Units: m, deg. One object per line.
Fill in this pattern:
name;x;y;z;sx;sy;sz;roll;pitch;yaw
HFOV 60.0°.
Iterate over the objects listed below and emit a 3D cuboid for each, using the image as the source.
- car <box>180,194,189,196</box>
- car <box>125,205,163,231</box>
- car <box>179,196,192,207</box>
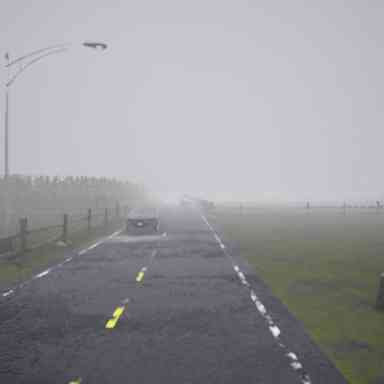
car;-1.449;1.442;65.426;2.150;2.045;5.566;0;0;-3
car;-2.972;1.561;21.300;1.882;1.535;5.008;0;-1;0
car;-1.047;1.793;55.420;1.895;1.301;4.718;0;0;-2
